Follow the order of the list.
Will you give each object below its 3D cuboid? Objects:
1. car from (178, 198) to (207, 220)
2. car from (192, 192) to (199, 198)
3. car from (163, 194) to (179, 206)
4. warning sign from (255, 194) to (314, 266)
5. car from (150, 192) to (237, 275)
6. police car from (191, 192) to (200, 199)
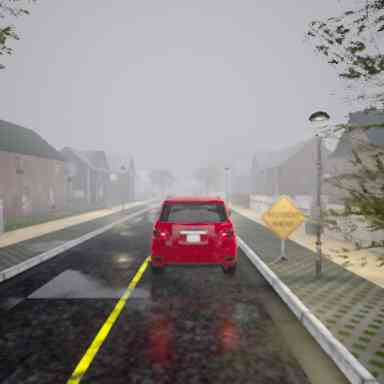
[{"bbox_3d":[0.070,1.256,26.502,2.033,1.411,5.357,0,1,0],"label":"car"},{"bbox_3d":[0.838,0.765,89.296,1.837,1.490,4.892,0,0,0],"label":"car"},{"bbox_3d":[-2.832,1.017,45.640,1.882,1.535,5.008,0,0,0],"label":"car"},{"bbox_3d":[2.531,1.005,9.265,1.300,1.860,1.060,1,1,0],"label":"warning sign"},{"bbox_3d":[0.059,1.103,10.194,2.150,2.045,5.566,0,1,1],"label":"car"},{"bbox_3d":[0.836,0.735,79.405,1.930,1.638,5.238,0,0,0],"label":"police car"}]
